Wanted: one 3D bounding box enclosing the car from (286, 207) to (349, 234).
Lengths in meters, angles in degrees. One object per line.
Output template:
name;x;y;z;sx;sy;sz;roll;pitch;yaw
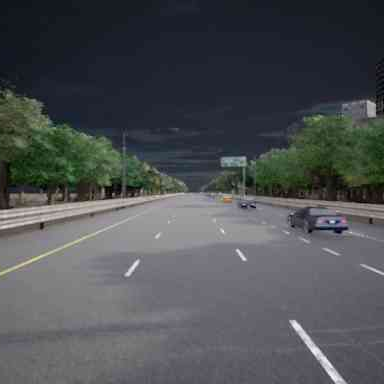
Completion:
car;7.013;1.551;19.124;2.033;1.411;5.357;0;0;0

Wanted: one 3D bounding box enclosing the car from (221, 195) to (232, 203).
car;7.247;1.476;70.464;1.882;1.535;5.008;0;0;0

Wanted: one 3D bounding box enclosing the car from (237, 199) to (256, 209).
car;7.090;1.608;43.893;1.895;1.301;4.718;0;0;0
